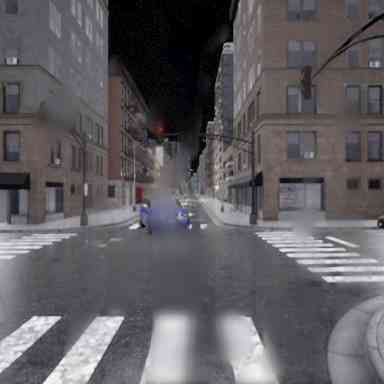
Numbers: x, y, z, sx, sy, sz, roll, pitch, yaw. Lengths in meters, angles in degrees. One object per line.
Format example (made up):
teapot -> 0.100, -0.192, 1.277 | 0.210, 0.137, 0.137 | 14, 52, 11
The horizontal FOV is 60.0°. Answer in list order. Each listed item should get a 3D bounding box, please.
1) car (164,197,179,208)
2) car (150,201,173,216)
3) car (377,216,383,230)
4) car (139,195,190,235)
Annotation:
car -> -2.954, 1.534, 49.224 | 1.994, 1.385, 4.181 | 0, 0, 0
car -> -3.007, 1.594, 33.444 | 1.895, 1.301, 4.718 | 0, 0, 0
car -> 12.184, 1.444, 17.502 | 4.507, 1.381, 1.887 | -1, 0, 1
car -> -1.784, 1.241, 19.701 | 2.150, 2.045, 5.566 | -1, 0, -16
